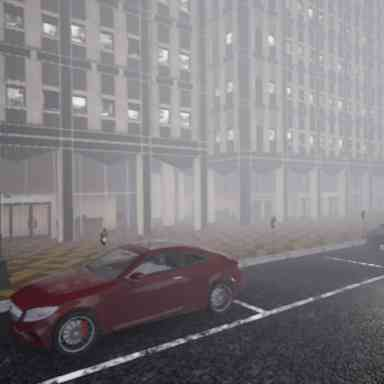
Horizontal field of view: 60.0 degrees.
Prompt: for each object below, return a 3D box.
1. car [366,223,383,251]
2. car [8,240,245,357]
[{"bbox_3d":[8.304,1.491,12.488,4.313,1.339,1.947,0,0,-35],"label":"car"},{"bbox_3d":[-0.882,1.568,5.939,4.206,1.307,1.802,0,0,-35],"label":"car"}]
